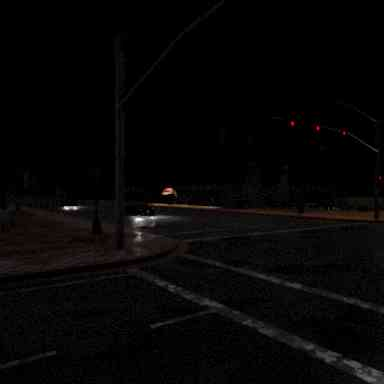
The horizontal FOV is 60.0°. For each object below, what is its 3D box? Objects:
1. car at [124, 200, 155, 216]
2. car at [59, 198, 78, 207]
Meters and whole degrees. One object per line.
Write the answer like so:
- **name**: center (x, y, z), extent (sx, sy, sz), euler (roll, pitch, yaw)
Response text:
- **car**: center (-5.366, 1.517, 32.193), extent (1.812, 1.442, 4.674), euler (0, 0, -36)
- **car**: center (-19.224, 1.556, 51.695), extent (1.994, 1.385, 4.181), euler (0, 0, -35)
